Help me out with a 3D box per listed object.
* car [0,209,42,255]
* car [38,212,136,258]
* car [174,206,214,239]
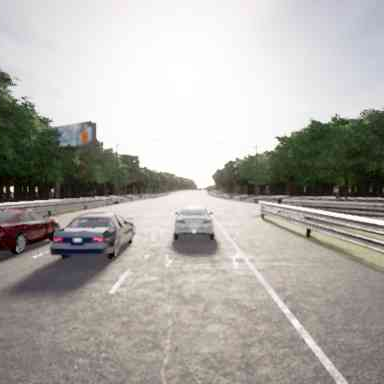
[{"bbox_3d":[-6.908,1.396,13.032,1.882,1.535,5.008,0,0,0],"label":"car"},{"bbox_3d":[-3.407,1.469,12.399,2.033,1.411,5.357,0,0,0],"label":"car"},{"bbox_3d":[0.091,1.425,16.592,1.812,1.442,4.674,0,0,0],"label":"car"}]
